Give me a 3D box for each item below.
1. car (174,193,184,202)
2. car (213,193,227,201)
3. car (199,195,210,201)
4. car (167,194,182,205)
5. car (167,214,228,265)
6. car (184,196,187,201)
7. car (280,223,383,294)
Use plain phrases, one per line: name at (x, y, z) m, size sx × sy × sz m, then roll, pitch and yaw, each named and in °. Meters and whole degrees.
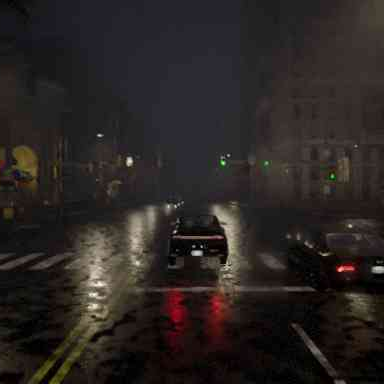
car at (-3.498, 1.324, 71.250) m, size 2.150 × 2.045 × 5.566 m, roll 0°, pitch 0°, yaw 0°
car at (7.182, 1.479, 88.963) m, size 2.097 × 1.767 × 4.553 m, roll 0°, pitch 0°, yaw 25°
car at (3.279, 1.648, 88.759) m, size 1.812 × 1.442 × 4.674 m, roll 0°, pitch 0°, yaw 22°
car at (-3.499, 1.632, 61.110) m, size 2.033 × 1.411 × 5.357 m, roll 0°, pitch 0°, yaw 0°
car at (0.222, 1.509, 11.792) m, size 2.128 × 1.511 × 4.902 m, roll 0°, pitch 0°, yaw 2°
car at (-2.568, 1.591, 81.398) m, size 1.882 × 1.535 × 5.008 m, roll 0°, pitch 0°, yaw 10°
car at (3.790, 1.560, 8.961) m, size 2.033 × 1.411 × 5.357 m, roll 0°, pitch 0°, yaw 4°
